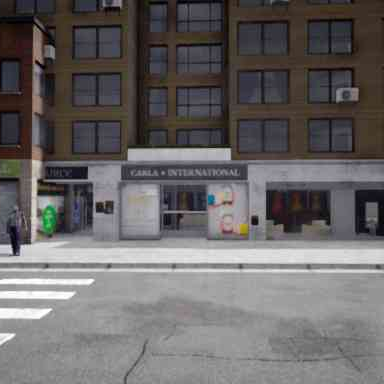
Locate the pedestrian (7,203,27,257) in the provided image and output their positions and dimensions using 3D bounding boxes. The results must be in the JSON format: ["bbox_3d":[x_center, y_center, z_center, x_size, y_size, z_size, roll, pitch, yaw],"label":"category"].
[{"bbox_3d":[-6.136,1.296,11.570,0.375,1.860,0.375,0,-1,3],"label":"pedestrian"}]
